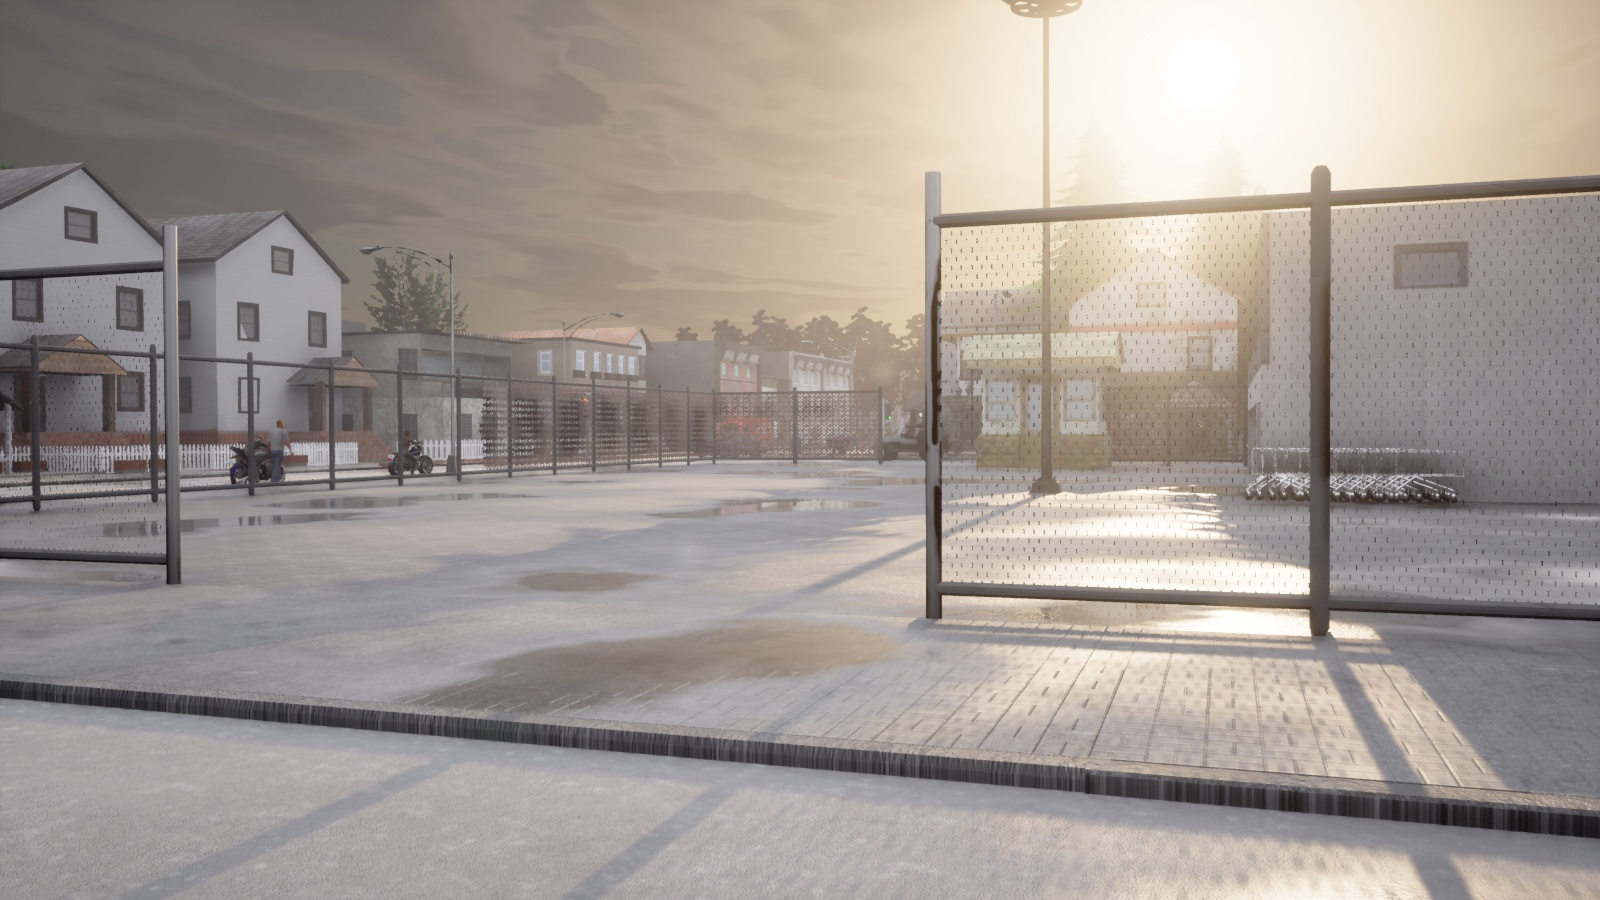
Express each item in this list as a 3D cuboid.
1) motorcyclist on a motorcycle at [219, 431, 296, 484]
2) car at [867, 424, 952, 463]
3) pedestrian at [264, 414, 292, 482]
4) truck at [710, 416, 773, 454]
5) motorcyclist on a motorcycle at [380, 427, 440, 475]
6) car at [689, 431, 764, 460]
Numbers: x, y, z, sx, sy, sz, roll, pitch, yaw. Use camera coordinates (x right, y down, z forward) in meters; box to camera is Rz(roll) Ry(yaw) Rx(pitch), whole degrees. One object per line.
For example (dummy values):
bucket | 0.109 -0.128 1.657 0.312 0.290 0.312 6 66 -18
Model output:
motorcyclist on a motorcycle | -16.126 0.202 37.396 0.866 1.530 2.191 1 1 19
car | 5.489 -0.360 62.638 3.866 1.878 1.905 1 1 19
pedestrian | -14.060 -0.059 33.845 0.354 1.836 0.706 0 1 13
truck | -3.927 -1.049 85.792 2.627 2.467 5.204 1 1 18
motorcyclist on a motorcycle | -13.768 0.014 44.441 0.766 1.649 2.350 1 1 20
car | -3.958 -0.255 67.458 1.816 1.474 4.193 -1 1 -41
